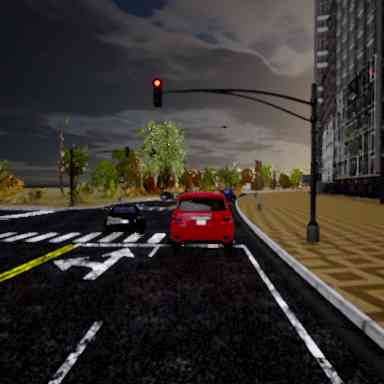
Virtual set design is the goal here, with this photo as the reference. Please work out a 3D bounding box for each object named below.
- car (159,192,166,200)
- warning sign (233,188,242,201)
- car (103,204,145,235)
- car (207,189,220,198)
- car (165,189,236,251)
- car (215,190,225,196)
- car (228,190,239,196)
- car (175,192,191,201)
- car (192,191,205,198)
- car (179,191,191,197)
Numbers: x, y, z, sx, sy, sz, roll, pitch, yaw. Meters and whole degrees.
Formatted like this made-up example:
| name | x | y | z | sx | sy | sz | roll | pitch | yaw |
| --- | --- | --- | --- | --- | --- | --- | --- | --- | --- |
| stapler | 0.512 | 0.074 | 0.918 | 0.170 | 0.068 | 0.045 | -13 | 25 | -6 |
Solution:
| name | x | y | z | sx | sy | sz | roll | pitch | yaw |
| --- | --- | --- | --- | --- | --- | --- | --- | --- | --- |
| car | -4.433 | 0.647 | 58.924 | 1.812 | 1.442 | 4.674 | 0 | 1 | 10 |
| warning sign | 6.778 | 0.387 | 49.125 | 1.300 | 1.860 | 1.060 | 0 | 1 | 8 |
| car | -3.505 | 1.303 | 17.263 | 1.994 | 1.385 | 4.181 | 0 | 1 | -11 |
| car | 4.649 | 0.290 | 71.681 | 2.097 | 1.767 | 4.553 | 0 | 1 | 12 |
| car | 0.456 | 1.021 | 13.314 | 2.150 | 2.045 | 5.566 | 0 | 1 | 3 |
| car | 6.837 | 0.175 | 81.403 | 1.812 | 1.442 | 4.674 | 0 | 1 | 14 |
| car | 10.098 | 0.202 | 81.062 | 2.128 | 1.511 | 4.902 | 0 | 1 | 14 |
| car | -1.503 | 0.717 | 56.859 | 1.994 | 1.385 | 4.181 | 0 | 1 | 10 |
| car | 1.417 | 0.523 | 72.117 | 1.895 | 1.301 | 4.718 | 0 | 1 | 12 |
| car | -1.507 | 0.418 | 73.984 | 1.812 | 1.442 | 4.674 | 0 | 1 | 12 |
